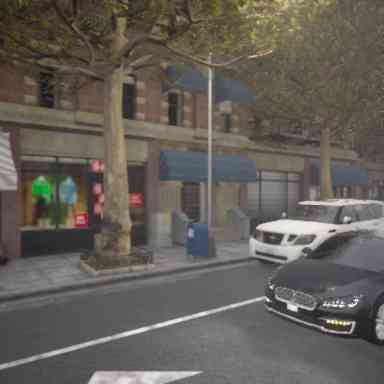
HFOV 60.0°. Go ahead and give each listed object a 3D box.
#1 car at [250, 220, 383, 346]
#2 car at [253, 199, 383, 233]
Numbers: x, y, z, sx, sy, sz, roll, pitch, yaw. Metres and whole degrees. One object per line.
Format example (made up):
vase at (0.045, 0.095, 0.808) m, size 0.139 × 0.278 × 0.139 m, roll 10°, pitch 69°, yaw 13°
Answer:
car at (3.513, 1.531, 6.492) m, size 4.892 × 1.490 × 1.837 m, roll 0°, pitch 0°, yaw -35°
car at (4.380, 1.266, 10.747) m, size 5.566 × 2.045 × 2.435 m, roll 0°, pitch 0°, yaw -36°
